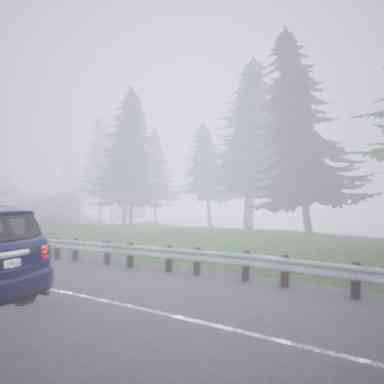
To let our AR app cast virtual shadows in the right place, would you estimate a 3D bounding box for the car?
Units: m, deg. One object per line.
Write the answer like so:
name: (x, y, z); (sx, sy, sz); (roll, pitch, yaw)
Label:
car: (-5.324, 1.315, 6.890); (5.566, 2.045, 2.150); (-1, 0, 30)
